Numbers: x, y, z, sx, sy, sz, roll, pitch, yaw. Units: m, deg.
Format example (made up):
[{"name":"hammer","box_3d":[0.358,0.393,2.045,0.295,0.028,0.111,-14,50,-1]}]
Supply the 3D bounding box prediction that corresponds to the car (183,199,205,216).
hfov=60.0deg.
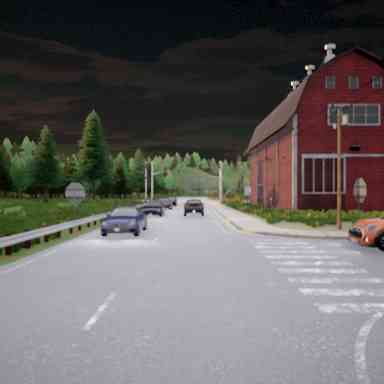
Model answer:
[{"name":"car","box_3d":[0.195,1.497,32.785,1.837,1.490,4.892,0,0,0]}]

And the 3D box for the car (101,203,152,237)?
[{"name":"car","box_3d":[-3.548,1.522,18.073,1.812,1.442,4.674,0,0,0]}]

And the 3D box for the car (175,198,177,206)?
[{"name":"car","box_3d":[-3.407,1.465,53.217,1.882,1.535,5.008,0,0,1]}]

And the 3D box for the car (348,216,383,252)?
[{"name":"car","box_3d":[8.680,1.349,13.126,4.553,1.767,2.097,0,0,4]}]

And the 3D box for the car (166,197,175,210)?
[{"name":"car","box_3d":[-3.472,1.497,41.975,1.837,1.490,4.892,0,0,0]}]

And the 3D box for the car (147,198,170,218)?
[{"name":"car","box_3d":[-3.507,1.541,30.808,2.033,1.411,5.357,0,0,0]}]
